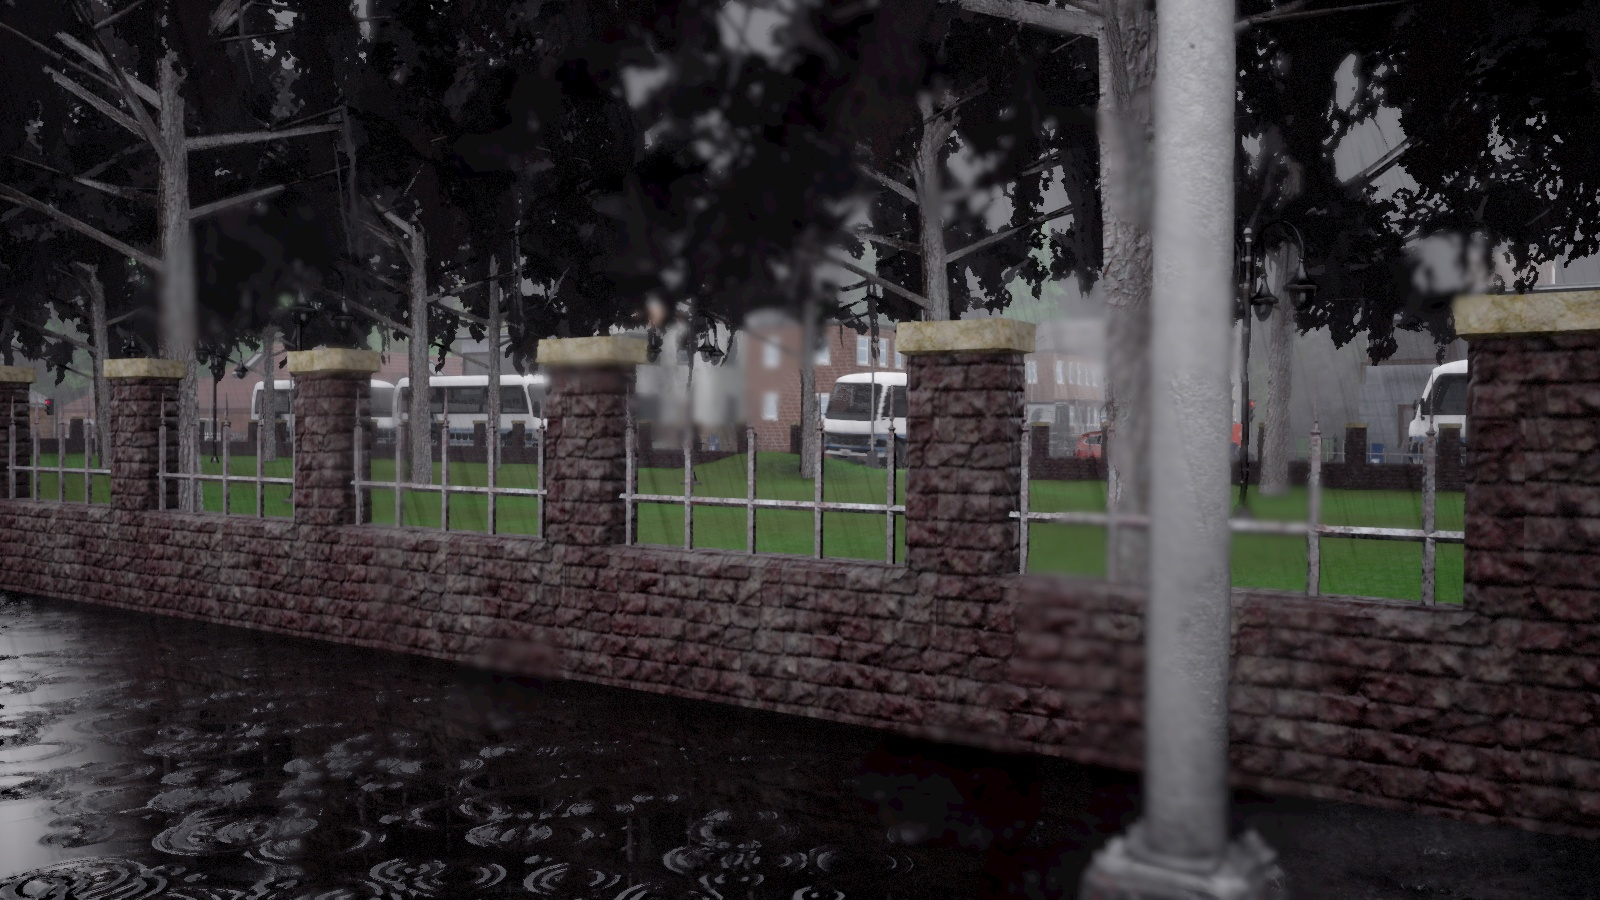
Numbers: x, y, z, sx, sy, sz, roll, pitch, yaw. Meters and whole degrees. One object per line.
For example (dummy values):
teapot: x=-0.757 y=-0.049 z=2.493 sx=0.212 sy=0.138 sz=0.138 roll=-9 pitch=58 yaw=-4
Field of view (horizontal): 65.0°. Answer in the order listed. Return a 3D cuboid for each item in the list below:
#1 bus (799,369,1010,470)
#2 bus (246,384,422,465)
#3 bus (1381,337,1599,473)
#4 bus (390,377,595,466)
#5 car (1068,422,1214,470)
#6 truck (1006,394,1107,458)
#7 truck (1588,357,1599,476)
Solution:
bus: x=5.001 y=-1.482 z=57.932 sx=3.944 sy=4.253 sz=10.273 roll=4 pitch=4 yaw=45
bus: x=-26.370 y=-1.375 z=70.798 sx=10.273 sy=4.253 sz=3.944 roll=0 pitch=1 yaw=34
bus: x=25.280 y=-1.444 z=41.745 sx=10.273 sy=4.253 sz=3.944 roll=0 pitch=1 yaw=35
bus: x=-15.736 y=-1.378 z=63.988 sx=10.273 sy=4.253 sz=3.944 roll=0 pitch=1 yaw=30
car: x=12.338 y=-0.158 z=45.551 sx=4.611 sy=1.667 sz=2.242 roll=0 pitch=1 yaw=35
truck: x=14.965 y=-1.381 z=72.714 sx=2.891 sy=3.462 sz=7.936 roll=0 pitch=1 yaw=34
truck: x=27.136 y=-0.984 z=35.715 sx=7.936 sy=3.462 sz=2.891 roll=0 pitch=1 yaw=34
